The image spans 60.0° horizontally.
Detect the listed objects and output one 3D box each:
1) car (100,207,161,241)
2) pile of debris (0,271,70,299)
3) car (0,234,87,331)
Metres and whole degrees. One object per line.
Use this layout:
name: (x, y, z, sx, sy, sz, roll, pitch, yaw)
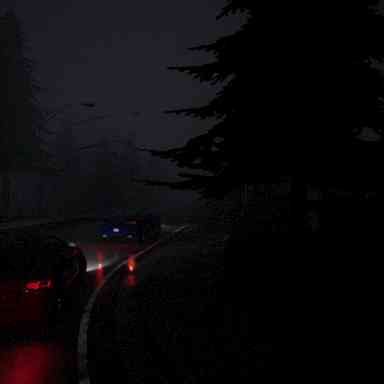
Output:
car: (-2.930, 1.496, 16.816, 1.882, 1.535, 5.008, 0, 0, 8)
pile of debris: (-3.966, 2.185, 7.973, 1.500, 0.140, 1.860, 0, 0, -4)
car: (-3.475, 1.568, 6.925, 1.994, 1.385, 4.181, 0, 0, -11)
